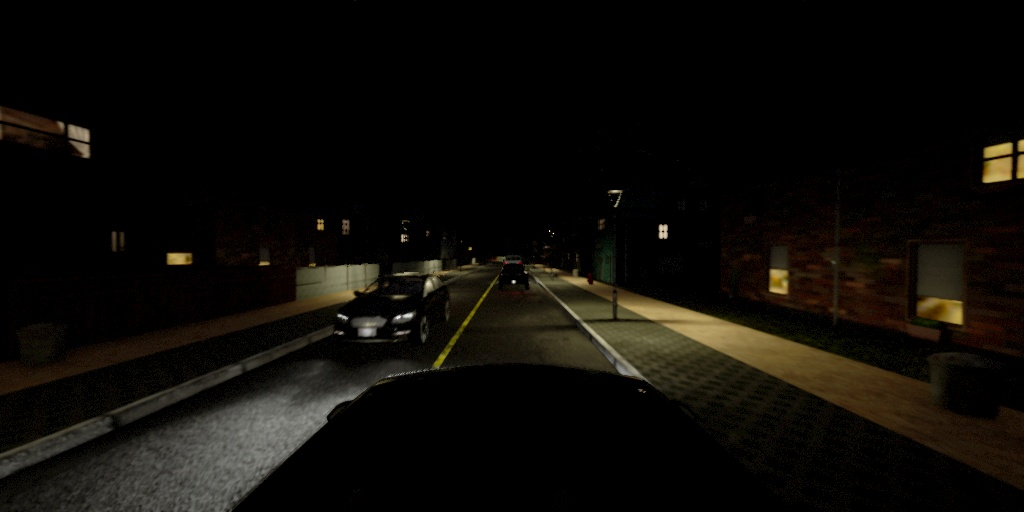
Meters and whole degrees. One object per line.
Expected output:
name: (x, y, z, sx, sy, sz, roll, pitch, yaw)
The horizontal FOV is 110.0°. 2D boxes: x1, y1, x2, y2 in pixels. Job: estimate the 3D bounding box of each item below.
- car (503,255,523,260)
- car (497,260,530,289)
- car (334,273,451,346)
car: (0.103, 0.927, 41.762, 2.150, 2.045, 5.566, 0, 0, 0)
car: (0.102, 1.230, 23.080, 1.837, 1.490, 4.892, 0, 0, 0)
car: (-2.848, 1.232, 9.491, 2.128, 1.511, 4.902, 0, 0, 0)
